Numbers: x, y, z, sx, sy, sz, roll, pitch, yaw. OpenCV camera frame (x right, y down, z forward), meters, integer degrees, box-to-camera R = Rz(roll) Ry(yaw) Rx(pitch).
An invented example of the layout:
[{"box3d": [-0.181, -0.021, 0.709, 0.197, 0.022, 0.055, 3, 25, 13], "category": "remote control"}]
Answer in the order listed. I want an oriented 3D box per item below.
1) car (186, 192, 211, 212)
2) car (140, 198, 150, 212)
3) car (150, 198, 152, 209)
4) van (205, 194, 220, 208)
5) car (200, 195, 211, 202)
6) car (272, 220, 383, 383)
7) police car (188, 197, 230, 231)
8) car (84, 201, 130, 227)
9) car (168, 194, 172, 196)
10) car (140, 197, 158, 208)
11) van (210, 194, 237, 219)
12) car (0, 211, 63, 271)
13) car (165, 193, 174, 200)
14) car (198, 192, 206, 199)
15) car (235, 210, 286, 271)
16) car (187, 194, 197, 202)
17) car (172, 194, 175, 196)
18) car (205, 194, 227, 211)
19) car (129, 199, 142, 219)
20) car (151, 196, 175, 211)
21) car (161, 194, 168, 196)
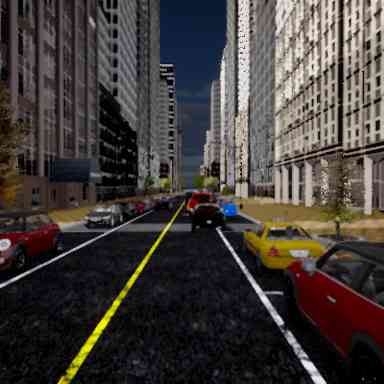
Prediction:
[{"box3d": [0.822, 1.110, 29.879, 2.150, 2.045, 5.566, 0, 0, -1], "category": "car"}, {"box3d": [-5.700, 1.419, 33.202, 1.887, 1.381, 4.507, -1, 0, 0], "category": "car"}, {"box3d": [-5.701, 1.403, 38.886, 2.008, 1.369, 4.403, -1, 0, 0], "category": "car"}, {"box3d": [2.678, 1.173, 44.569, 1.690, 1.788, 3.998, -1, 0, 0], "category": "van"}, {"box3d": [2.678, 1.297, 67.304, 2.008, 1.369, 4.403, -1, 0, 0], "category": "car"}, {"box3d": [2.682, 1.422, 4.785, 1.967, 1.590, 4.097, -1, 0, 0], "category": "car"}, {"box3d": [0.898, 1.350, 19.974, 1.930, 1.638, 5.238, 0, 0, 0], "category": "police car"}, {"box3d": [-5.699, 1.468, 21.835, 2.008, 1.369, 4.403, -1, 0, 0], "category": "car"}, {"box3d": [-5.703, 1.296, 67.303, 2.008, 1.369, 4.403, -1, 0, 0], "category": "car"}, {"box3d": [-5.701, 1.413, 44.570, 1.802, 1.307, 4.206, -1, 0, 0], "category": "car"}, {"box3d": [2.679, 1.237, 27.518, 1.690, 1.788, 3.998, -1, 0, 0], "category": "van"}, {"box3d": [-5.699, 1.400, 10.468, 1.967, 1.590, 4.097, -1, 0, 0], "category": "car"}, {"box3d": [-5.706, 1.120, 84.354, 1.967, 1.590, 4.097, -1, 0, 0], "category": "car"}, {"box3d": [2.673, 0.974, 90.038, 2.192, 1.841, 5.009, -1, 0, 0], "category": "car"}, {"box3d": [2.683, 1.485, 10.638, 1.752, 1.417, 4.829, -1, 0, 0], "category": "car"}, {"box3d": [-0.005, 1.196, 70.055, 2.128, 1.511, 4.902, 0, 0, 0], "category": "car"}, {"box3d": [-5.704, 1.284, 78.671, 1.802, 1.307, 4.206, -1, 0, 0], "category": "car"}, {"box3d": [2.678, 1.169, 38.886, 2.192, 1.841, 5.009, -1, 0, 0], "category": "car"}, {"box3d": [-5.699, 1.461, 27.519, 1.947, 1.339, 4.313, -1, 0, 0], "category": "car"}, {"box3d": [-3.096, 1.422, 37.609, 1.994, 1.385, 4.181, 0, 0, 0], "category": "car"}, {"box3d": [-5.702, 1.339, 55.937, 2.008, 1.369, 4.403, -1, 0, 0], "category": "car"}]
